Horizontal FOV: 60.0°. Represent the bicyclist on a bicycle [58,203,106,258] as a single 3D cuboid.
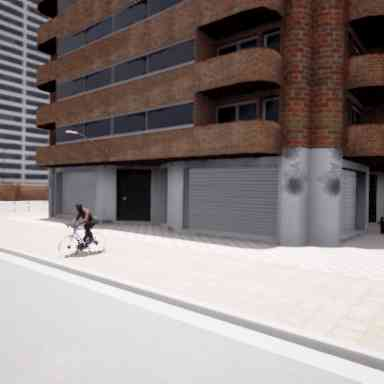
[{"bbox_3d":[-3.324,1.156,10.199,0.582,1.620,1.656,1,1,39],"label":"bicyclist on a bicycle"}]
